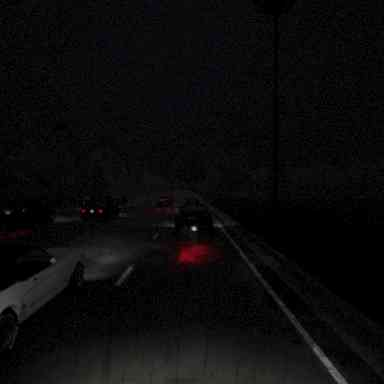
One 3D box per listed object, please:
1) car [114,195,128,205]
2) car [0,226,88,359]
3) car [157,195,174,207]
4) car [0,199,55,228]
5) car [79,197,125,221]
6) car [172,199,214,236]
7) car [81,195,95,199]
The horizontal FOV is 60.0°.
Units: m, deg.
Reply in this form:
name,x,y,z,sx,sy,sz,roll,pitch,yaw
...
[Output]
name,x,y,z,sx,sy,sz,roll,pitch,yaw
car,-10.524,1.179,48.097,1.812,1.442,4.674,0,1,0
car,-3.398,1.558,5.828,1.895,1.301,4.718,0,0,0
car,-3.504,1.175,44.080,2.128,1.511,4.902,0,1,0
car,-10.404,1.199,20.968,2.097,1.767,4.553,0,0,0
car,-6.912,1.364,25.456,2.033,1.411,5.357,0,0,0
car,0.100,1.381,17.485,1.837,1.490,4.892,0,1,0
car,-14.012,1.197,45.516,1.812,1.442,4.674,0,1,0
